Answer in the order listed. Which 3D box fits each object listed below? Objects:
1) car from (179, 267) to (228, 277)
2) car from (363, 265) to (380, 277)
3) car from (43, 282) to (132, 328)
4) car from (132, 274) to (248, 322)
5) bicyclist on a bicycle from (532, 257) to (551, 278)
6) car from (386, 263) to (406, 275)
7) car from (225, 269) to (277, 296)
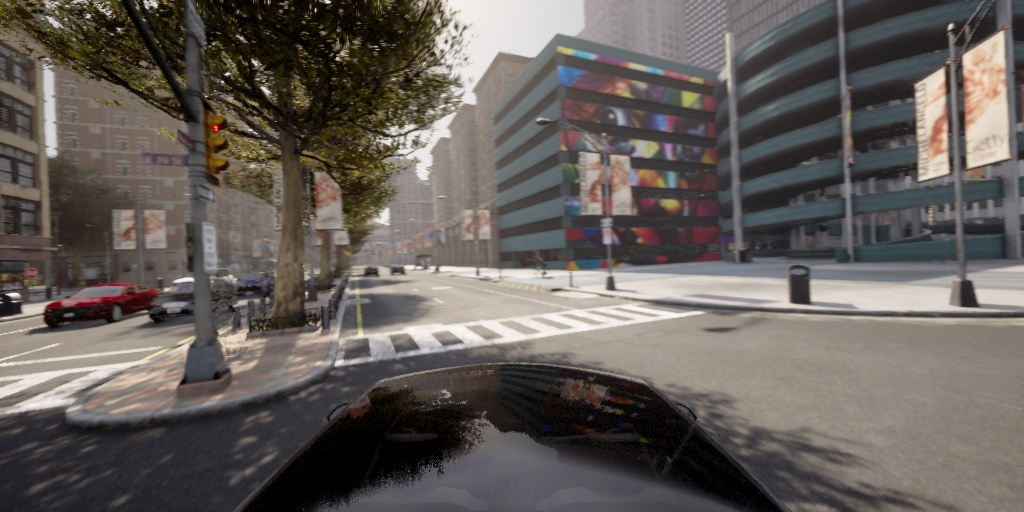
[{"bbox_3d":[-21.624,1.867,25.348,2.150,2.045,5.566,-2,0,-23],"label":"car"},{"bbox_3d":[-19.123,2.023,48.731,1.837,1.490,4.892,-2,1,-23],"label":"car"},{"bbox_3d":[-17.370,1.953,15.524,1.882,1.535,5.008,-2,0,-23],"label":"car"},{"bbox_3d":[-13.590,1.806,15.600,2.128,1.511,4.902,-2,0,-24],"label":"car"},{"bbox_3d":[2.262,0.927,27.927,1.656,1.620,0.582,-3,0,-24],"label":"bicyclist on a bicycle"},{"bbox_3d":[-16.425,1.905,51.367,1.837,1.490,4.892,-2,1,-24],"label":"car"},{"bbox_3d":[-17.594,1.827,24.837,2.097,1.767,4.553,-2,0,-23],"label":"car"}]
